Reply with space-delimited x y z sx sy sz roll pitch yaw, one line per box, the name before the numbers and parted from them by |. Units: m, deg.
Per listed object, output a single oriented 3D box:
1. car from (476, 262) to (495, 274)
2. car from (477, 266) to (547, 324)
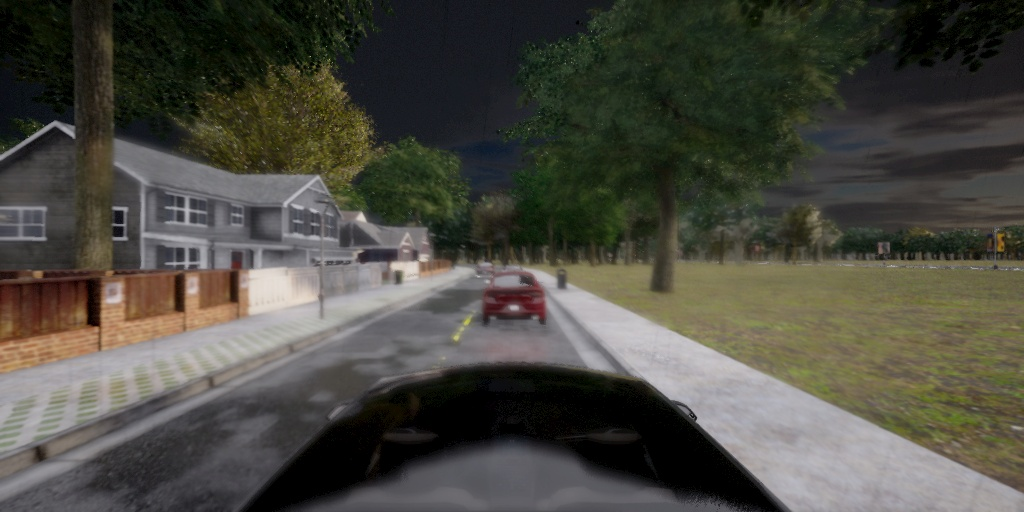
car | -2.882 1.442 40.214 1.812 1.442 4.674 0 0 -1
car | 0.085 1.262 12.181 1.882 1.535 5.008 0 0 0
